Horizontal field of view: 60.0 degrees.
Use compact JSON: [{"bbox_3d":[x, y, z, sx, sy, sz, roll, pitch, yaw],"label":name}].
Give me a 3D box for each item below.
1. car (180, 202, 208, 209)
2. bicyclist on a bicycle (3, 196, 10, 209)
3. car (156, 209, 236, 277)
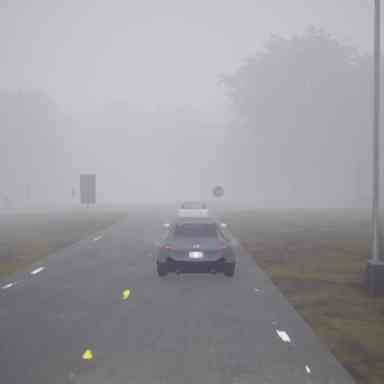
[{"bbox_3d":[0.129,1.279,22.027,1.895,1.301,4.718,0,1,1],"label":"car"},{"bbox_3d":[-22.618,1.291,40.551,0.582,1.620,1.656,-1,1,0],"label":"bicyclist on a bicycle"},{"bbox_3d":[0.098,1.406,9.729,1.994,1.385,4.181,0,1,0],"label":"car"}]
